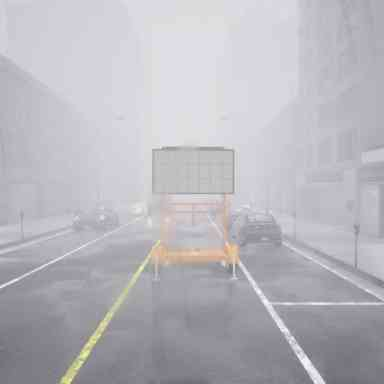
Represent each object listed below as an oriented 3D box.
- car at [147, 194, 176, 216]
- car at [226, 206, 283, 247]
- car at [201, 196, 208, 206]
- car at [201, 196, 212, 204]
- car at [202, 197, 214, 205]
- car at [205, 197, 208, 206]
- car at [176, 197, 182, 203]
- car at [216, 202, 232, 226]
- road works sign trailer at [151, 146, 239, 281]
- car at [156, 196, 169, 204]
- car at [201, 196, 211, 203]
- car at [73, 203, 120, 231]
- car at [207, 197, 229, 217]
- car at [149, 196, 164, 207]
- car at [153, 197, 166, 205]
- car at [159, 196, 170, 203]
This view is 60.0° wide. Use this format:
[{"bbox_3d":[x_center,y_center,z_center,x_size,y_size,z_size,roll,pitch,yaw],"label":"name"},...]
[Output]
[{"bbox_3d":[-3.064,1.226,32.632,2.150,2.045,5.566,0,0,0],"label":"car"},{"bbox_3d":[2.769,1.550,14.790,2.008,1.369,4.403,-1,0,0],"label":"car"},{"bbox_3d":[2.815,1.584,53.327,1.947,1.339,4.313,-1,0,0],"label":"car"},{"bbox_3d":[2.828,1.572,64.337,1.887,1.381,4.507,-1,0,0],"label":"car"},{"bbox_3d":[2.821,1.567,58.831,1.887,1.381,4.507,-1,0,0],"label":"car"},{"bbox_3d":[2.795,1.552,36.811,1.887,1.381,4.507,-1,0,0],"label":"car"},{"bbox_3d":[-2.925,1.591,63.213,1.994,1.385,4.181,0,0,0],"label":"car"},{"bbox_3d":[2.775,1.545,20.296,1.887,1.381,4.507,-1,0,0],"label":"car"},{"bbox_3d":[0.035,0.463,9.897,2.380,3.560,2.880,0,0,-2],"label":"road works sign trailer"},{"bbox_3d":[-5.697,1.578,64.347,2.008,1.369,4.403,-1,0,0],"label":"car"},{"bbox_3d":[2.834,1.577,69.842,1.887,1.381,4.507,-1,0,0],"label":"car"},{"bbox_3d":[-5.751,1.440,20.306,1.967,1.590,4.097,-1,0,0],"label":"car"},{"bbox_3d":[2.787,1.445,31.306,1.967,1.590,4.097,-1,0,0],"label":"car"},{"bbox_3d":[-5.712,1.458,53.337,1.967,1.590,4.097,-1,0,0],"label":"car"},{"bbox_3d":[-5.704,1.588,58.842,1.947,1.339,4.313,-1,0,0],"label":"car"},{"bbox_3d":[-5.691,1.577,69.853,1.887,1.381,4.507,-1,0,0],"label":"car"}]
